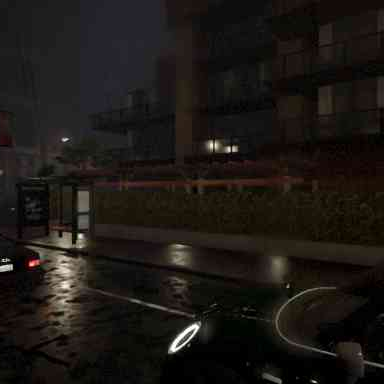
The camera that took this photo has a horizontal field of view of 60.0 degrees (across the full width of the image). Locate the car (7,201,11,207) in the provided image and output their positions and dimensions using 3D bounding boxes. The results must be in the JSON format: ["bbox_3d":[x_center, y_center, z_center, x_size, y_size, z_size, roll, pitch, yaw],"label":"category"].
[{"bbox_3d":[-24.521,1.477,49.072,1.882,1.535,5.008,0,0,35],"label":"car"}]

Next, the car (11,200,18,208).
[{"bbox_3d":[-22.024,1.505,46.529,1.837,1.490,4.892,0,0,36],"label":"car"}]

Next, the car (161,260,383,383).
[{"bbox_3d":[1.914,1.352,2.639,4.553,1.767,2.097,0,0,35],"label":"car"}]

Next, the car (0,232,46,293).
[{"bbox_3d":[-5.701,1.547,8.018,5.357,1.411,2.033,0,0,36],"label":"car"}]
